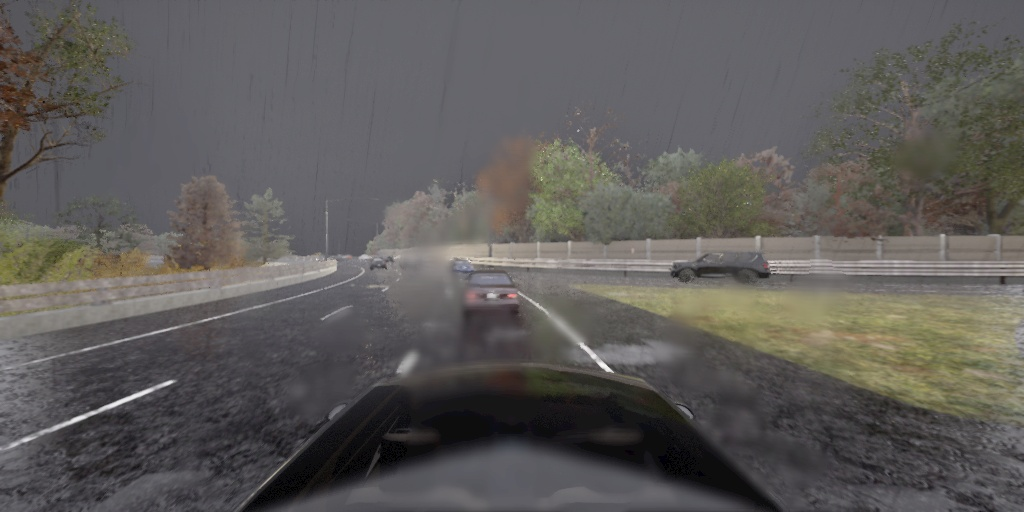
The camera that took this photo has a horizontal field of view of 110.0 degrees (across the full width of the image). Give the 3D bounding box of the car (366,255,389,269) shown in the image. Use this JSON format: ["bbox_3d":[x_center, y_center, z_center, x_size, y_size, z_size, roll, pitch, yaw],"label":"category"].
[{"bbox_3d":[-17.125,0.913,45.643,1.812,1.442,4.674,0,1,-25],"label":"car"}]

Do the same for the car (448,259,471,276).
[{"bbox_3d":[-4.678,1.018,32.707,2.033,1.411,5.357,0,1,-17],"label":"car"}]

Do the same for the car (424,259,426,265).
[{"bbox_3d":[-15.267,0.819,57.079,2.033,1.411,5.357,0,1,-30],"label":"car"}]

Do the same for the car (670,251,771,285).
[{"bbox_3d":[13.177,0.726,22.984,5.566,2.045,2.150,0,1,25],"label":"car"}]

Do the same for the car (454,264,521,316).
[{"bbox_3d":[-0.809,1.195,12.796,2.033,1.411,5.357,0,1,-6],"label":"car"}]

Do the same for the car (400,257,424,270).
[{"bbox_3d":[-12.643,0.878,44.189,2.128,1.511,4.902,0,1,-23],"label":"car"}]
